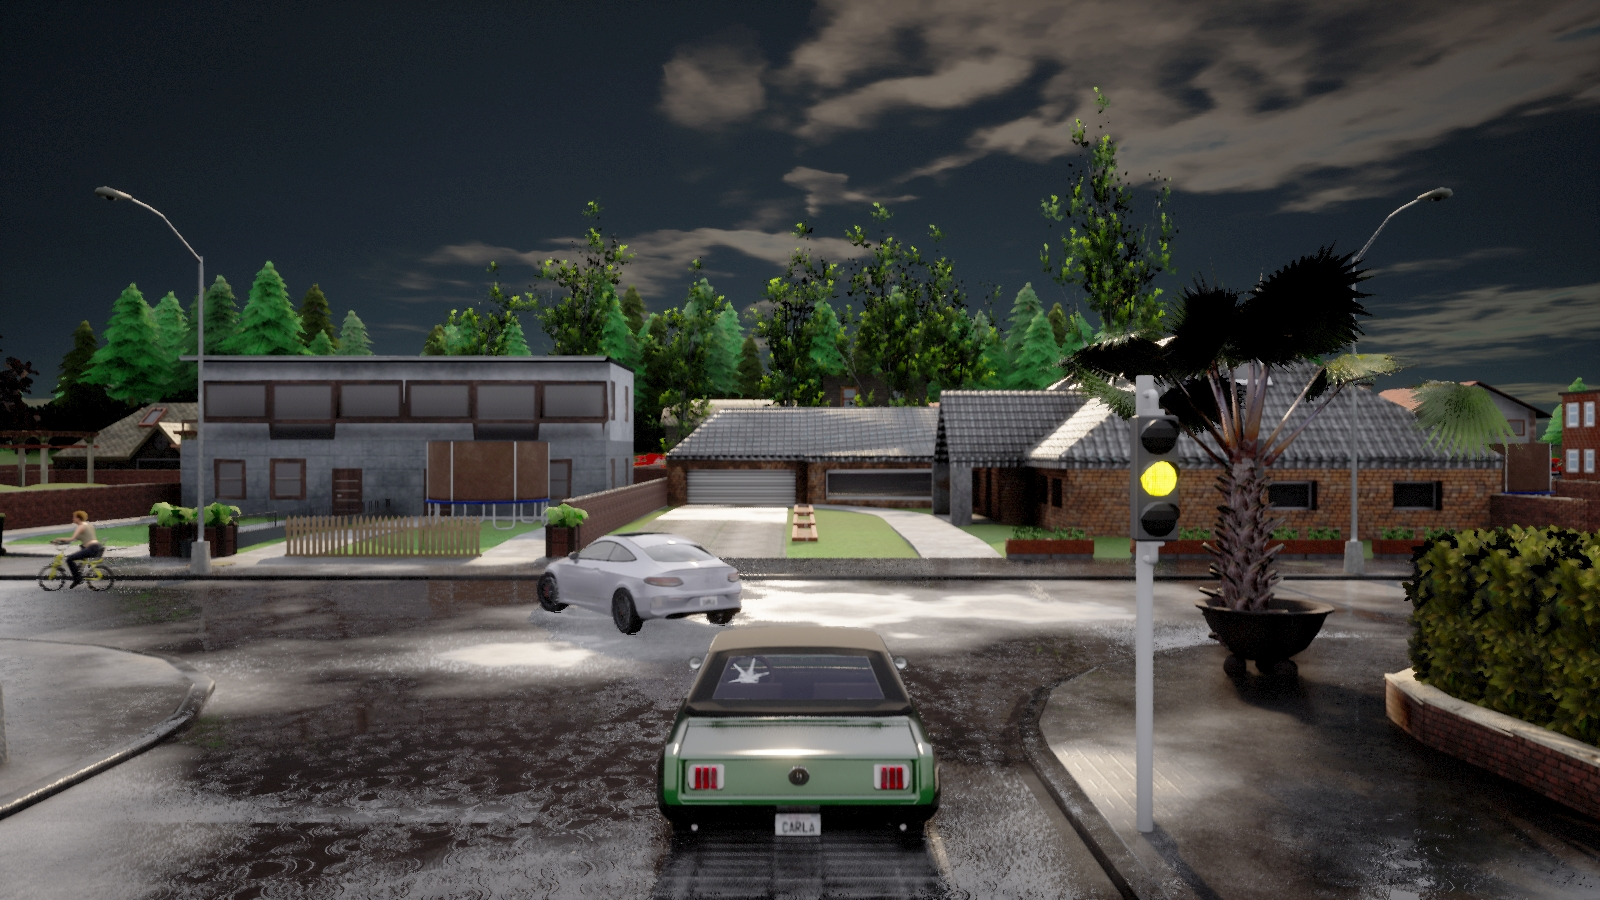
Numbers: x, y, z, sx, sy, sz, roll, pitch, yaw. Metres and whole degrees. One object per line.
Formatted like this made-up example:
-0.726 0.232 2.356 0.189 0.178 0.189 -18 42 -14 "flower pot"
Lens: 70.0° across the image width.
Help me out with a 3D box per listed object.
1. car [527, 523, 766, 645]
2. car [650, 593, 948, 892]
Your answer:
-2.674 2.073 18.841 2.002 1.442 4.674 0 0 -35 "car"
-0.016 2.151 9.607 1.895 1.301 4.718 0 0 0 "car"
